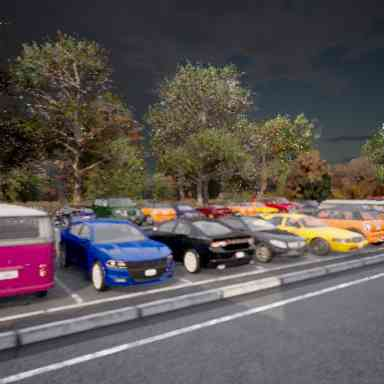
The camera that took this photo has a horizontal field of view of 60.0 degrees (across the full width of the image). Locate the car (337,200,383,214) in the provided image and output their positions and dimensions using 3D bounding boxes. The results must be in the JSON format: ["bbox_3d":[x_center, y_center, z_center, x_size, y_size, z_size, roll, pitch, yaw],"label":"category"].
[{"bbox_3d":[21.729,1.843,42.786,1.946,1.575,5.366,0,0,-35],"label":"car"}]

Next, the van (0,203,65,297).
[{"bbox_3d":[-4.709,1.302,8.062,1.878,1.987,4.442,1,0,-35],"label":"van"}]

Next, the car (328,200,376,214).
[{"bbox_3d":[19.659,1.828,41.106,2.097,1.535,5.008,0,0,-35],"label":"car"}]

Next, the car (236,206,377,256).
[{"bbox_3d":[4.563,1.619,14.228,1.946,1.575,5.366,1,0,-35],"label":"car"}]

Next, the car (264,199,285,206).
[{"bbox_3d":[6.001,1.710,31.477,2.097,1.535,5.008,1,0,-35],"label":"car"}]

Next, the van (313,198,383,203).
[{"bbox_3d":[9.024,1.441,17.456,1.878,1.987,4.442,1,0,-35],"label":"van"}]

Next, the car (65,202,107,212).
[{"bbox_3d":[-7.671,1.606,21.868,2.163,1.488,4.792,1,0,-35],"label":"car"}]

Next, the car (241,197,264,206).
[{"bbox_3d":[3.746,1.564,29.843,2.185,1.767,4.553,1,0,-35],"label":"car"}]

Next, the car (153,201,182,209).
[{"bbox_3d":[-3.082,1.497,25.031,2.185,1.767,4.553,1,0,-35],"label":"car"}]

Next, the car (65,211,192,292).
[{"bbox_3d":[-2.371,1.551,9.573,2.097,1.535,5.008,1,0,-35],"label":"car"}]

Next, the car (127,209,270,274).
[{"bbox_3d":[-0.091,1.576,11.168,2.097,1.535,5.008,1,0,-35],"label":"car"}]

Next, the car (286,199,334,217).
[{"bbox_3d":[12.816,1.646,36.314,2.185,1.767,4.553,0,0,-35],"label":"car"}]

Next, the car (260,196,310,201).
[{"bbox_3d":[8.299,1.480,33.057,2.435,2.045,5.566,1,0,-35],"label":"car"}]

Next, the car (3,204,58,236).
[{"bbox_3d":[-9.933,1.553,20.247,2.231,1.521,4.892,1,0,-35],"label":"car"}]

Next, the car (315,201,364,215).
[{"bbox_3d":[17.402,1.839,39.472,2.163,1.488,4.792,0,0,-35],"label":"car"}]

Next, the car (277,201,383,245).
[{"bbox_3d":[6.750,1.519,15.958,2.185,1.767,4.553,1,0,-35],"label":"car"}]

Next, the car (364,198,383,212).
[{"bbox_3d":[26.508,1.758,45.890,2.185,1.767,4.553,0,0,-35],"label":"car"}]

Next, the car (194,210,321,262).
[{"bbox_3d":[2.180,1.640,12.778,2.002,1.452,4.674,1,0,-35],"label":"car"}]

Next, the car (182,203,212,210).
[{"bbox_3d":[-0.826,1.685,26.662,2.002,1.452,4.674,1,0,-35],"label":"car"}]

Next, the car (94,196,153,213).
[{"bbox_3d":[-5.358,1.349,23.430,2.435,2.045,5.566,1,0,-35],"label":"car"}]

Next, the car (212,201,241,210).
[{"bbox_3d":[1.455,1.668,28.260,2.097,1.535,5.008,1,0,-35],"label":"car"}]
